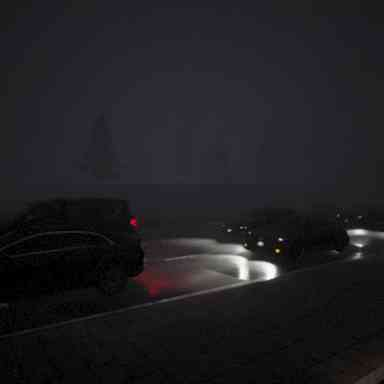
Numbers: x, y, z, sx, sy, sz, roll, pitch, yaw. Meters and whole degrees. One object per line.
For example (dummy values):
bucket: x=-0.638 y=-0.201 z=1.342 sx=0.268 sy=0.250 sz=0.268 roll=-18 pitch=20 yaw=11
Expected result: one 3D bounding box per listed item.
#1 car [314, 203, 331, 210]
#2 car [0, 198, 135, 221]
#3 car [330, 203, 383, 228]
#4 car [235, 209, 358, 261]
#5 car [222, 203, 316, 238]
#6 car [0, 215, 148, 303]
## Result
car: x=9.563 y=1.497 z=24.816 sx=5.357 sy=1.411 sz=2.033 roll=0 pitch=0 yaw=-35
car: x=-4.436 y=1.216 z=10.609 sx=5.566 sy=2.045 sz=2.150 roll=0 pitch=0 yaw=-35
car: x=11.407 y=1.478 z=21.836 sx=4.674 sy=1.442 sz=1.812 roll=0 pitch=0 yaw=-35
car: x=3.930 y=1.540 z=12.258 sx=4.181 sy=1.385 sz=1.994 roll=0 pitch=0 yaw=-35
car: x=3.668 y=1.476 z=16.381 sx=4.892 sy=1.490 sz=1.837 roll=0 pitch=0 yaw=-35
car: x=-3.340 y=1.489 z=7.110 sx=4.902 sy=1.511 sz=2.128 roll=0 pitch=0 yaw=-35
